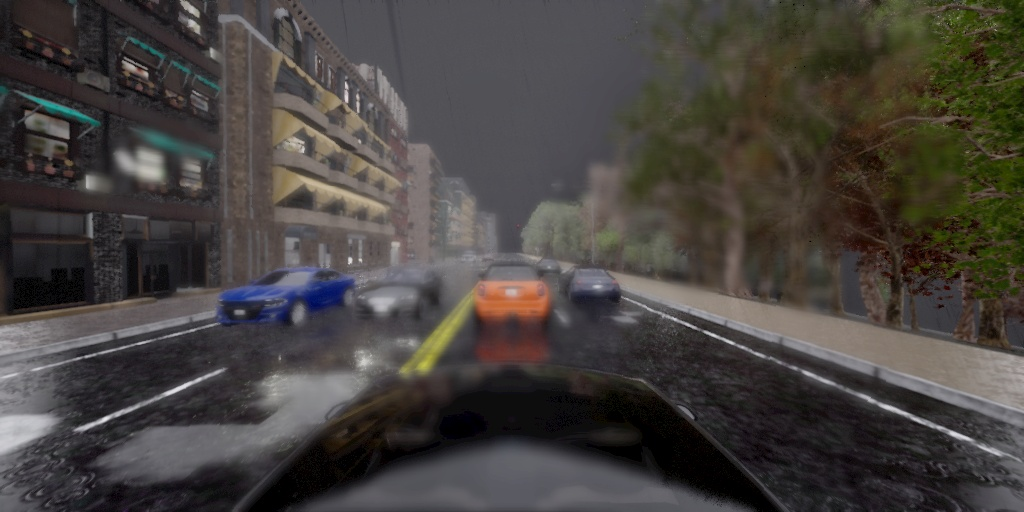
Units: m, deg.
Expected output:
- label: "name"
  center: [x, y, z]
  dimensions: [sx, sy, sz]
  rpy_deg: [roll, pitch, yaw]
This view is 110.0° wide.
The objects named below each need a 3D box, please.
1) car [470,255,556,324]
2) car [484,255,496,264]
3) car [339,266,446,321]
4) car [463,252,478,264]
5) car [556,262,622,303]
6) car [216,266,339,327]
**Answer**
- label: "car"
  center: [0.020, 0.973, 11.560]
  dimensions: [2.097, 1.767, 4.553]
  rpy_deg: [0, 1, 0]
- label: "car"
  center: [-3.653, 0.525, 60.322]
  dimensions: [1.882, 1.535, 5.008]
  rpy_deg: [0, 0, 0]
- label: "car"
  center: [-3.417, 1.111, 11.870]
  dimensions: [2.128, 1.511, 4.902]
  rpy_deg: [0, 1, 0]
- label: "car"
  center: [-6.900, 0.329, 60.265]
  dimensions: [2.150, 2.045, 5.566]
  rpy_deg: [0, 1, 0]
- label: "car"
  center: [3.251, 1.133, 15.440]
  dimensions: [1.994, 1.385, 4.181]
  rpy_deg: [0, 1, 0]
- label: "car"
  center: [-6.663, 1.106, 11.265]
  dimensions: [1.882, 1.535, 5.008]
  rpy_deg: [0, 1, 0]
